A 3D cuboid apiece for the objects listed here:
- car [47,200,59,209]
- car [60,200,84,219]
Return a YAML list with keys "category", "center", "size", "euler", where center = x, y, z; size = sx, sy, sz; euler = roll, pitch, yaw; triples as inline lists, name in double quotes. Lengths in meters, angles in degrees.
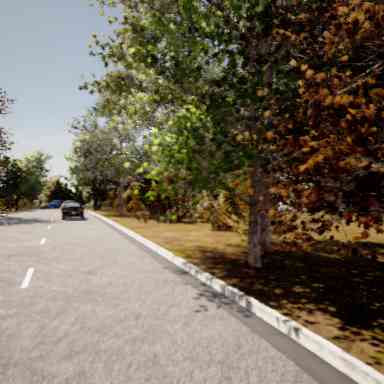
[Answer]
- category: "car"
  center: [-31.388, 3.000, 77.130]
  size: [5.566, 2.045, 2.150]
  euler: [-3, -3, 36]
- category: "car"
  center: [-11.384, 1.746, 31.794]
  size: [1.882, 1.535, 5.008]
  euler: [0, -1, -21]
